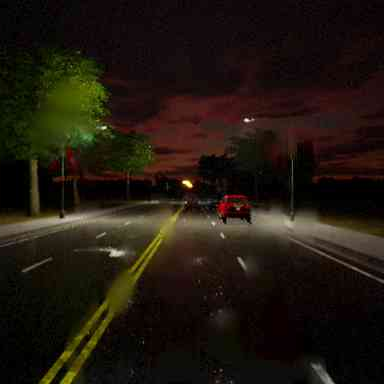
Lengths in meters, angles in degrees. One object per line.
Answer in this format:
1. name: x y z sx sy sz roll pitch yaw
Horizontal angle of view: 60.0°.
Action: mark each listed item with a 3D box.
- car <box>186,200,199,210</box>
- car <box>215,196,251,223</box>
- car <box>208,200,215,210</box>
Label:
1. car: 0.090 1.770 45.976 2.033 1.411 5.357 0 0 0
2. car: 3.343 1.342 26.779 2.150 2.045 5.566 0 -1 0
3. car: 3.342 1.795 47.510 1.994 1.385 4.181 0 0 0
